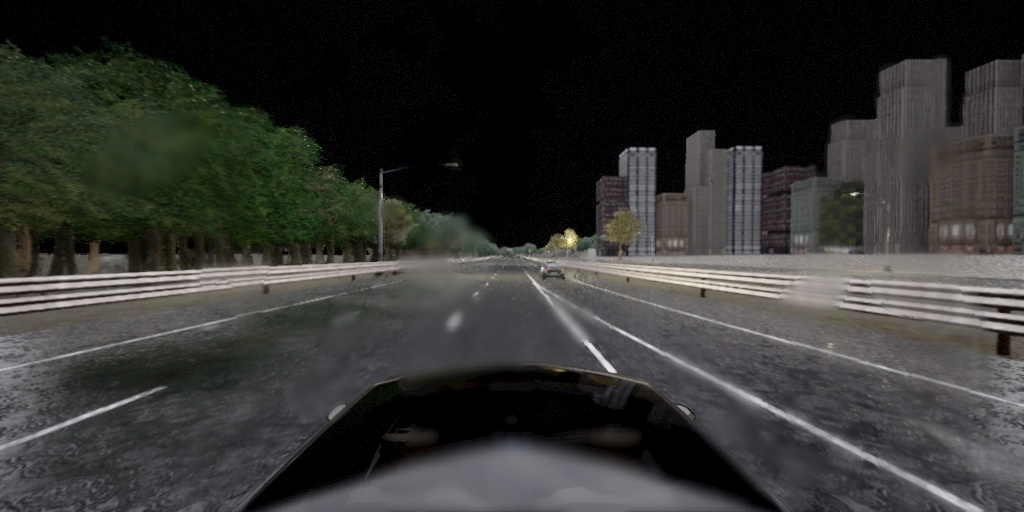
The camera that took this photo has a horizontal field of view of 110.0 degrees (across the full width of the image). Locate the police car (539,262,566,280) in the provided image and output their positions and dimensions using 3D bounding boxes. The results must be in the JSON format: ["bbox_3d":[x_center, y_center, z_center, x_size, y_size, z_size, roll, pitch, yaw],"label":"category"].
[{"bbox_3d":[3.553,1.299,32.284,2.038,1.542,4.974,0,0,-1],"label":"police car"}]
